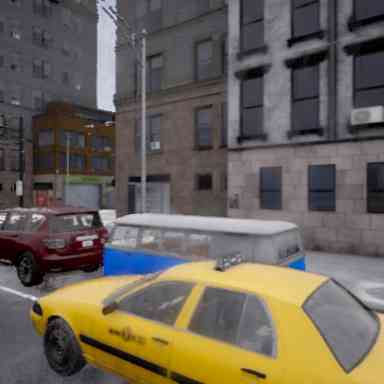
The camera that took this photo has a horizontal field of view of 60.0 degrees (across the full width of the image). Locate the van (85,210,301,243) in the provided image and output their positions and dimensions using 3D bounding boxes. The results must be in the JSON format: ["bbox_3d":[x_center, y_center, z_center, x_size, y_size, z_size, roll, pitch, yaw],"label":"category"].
[{"bbox_3d":[0.025,1.345,6.172,3.998,1.788,1.690,0,0,36],"label":"van"}]

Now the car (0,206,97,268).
[{"bbox_3d":[-4.457,1.315,9.379,5.009,1.841,2.192,0,0,36],"label":"car"}]

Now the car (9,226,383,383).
[{"bbox_3d":[0.177,1.459,3.835,5.366,1.575,1.801,0,0,36],"label":"car"}]
